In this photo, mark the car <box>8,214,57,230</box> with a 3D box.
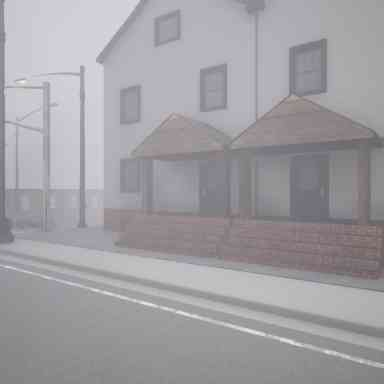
[{"bbox_3d":[-14.101,2.655,29.350,1.994,1.385,4.181,0,-9,36],"label":"car"}]
